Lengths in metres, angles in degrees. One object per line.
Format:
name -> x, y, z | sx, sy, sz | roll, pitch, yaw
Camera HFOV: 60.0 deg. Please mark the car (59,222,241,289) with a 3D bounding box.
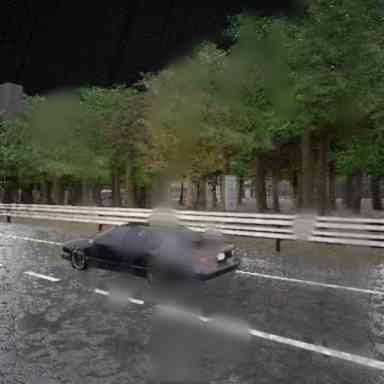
car -> -1.367, 1.548, 9.167 | 5.357, 1.411, 2.033 | 0, 0, 35
